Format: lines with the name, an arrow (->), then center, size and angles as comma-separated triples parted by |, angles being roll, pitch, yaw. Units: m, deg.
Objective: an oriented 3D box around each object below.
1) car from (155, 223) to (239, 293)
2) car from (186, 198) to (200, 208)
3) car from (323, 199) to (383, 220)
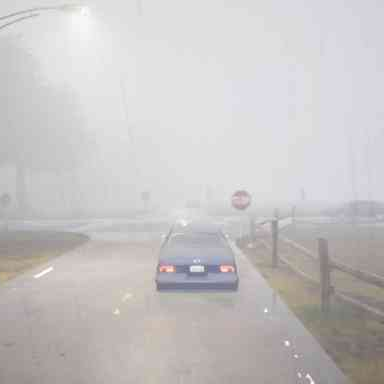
car -> 0.095, 1.549, 8.999 | 2.033, 1.411, 5.357 | 0, 0, 0
car -> 0.091, 1.617, 48.246 | 1.994, 1.385, 4.181 | 0, 0, 0
car -> 12.664, 1.338, 25.699 | 4.892, 1.490, 1.837 | -1, 1, 0
